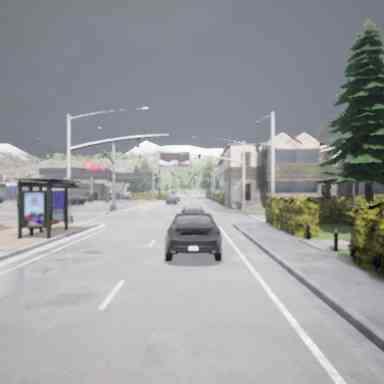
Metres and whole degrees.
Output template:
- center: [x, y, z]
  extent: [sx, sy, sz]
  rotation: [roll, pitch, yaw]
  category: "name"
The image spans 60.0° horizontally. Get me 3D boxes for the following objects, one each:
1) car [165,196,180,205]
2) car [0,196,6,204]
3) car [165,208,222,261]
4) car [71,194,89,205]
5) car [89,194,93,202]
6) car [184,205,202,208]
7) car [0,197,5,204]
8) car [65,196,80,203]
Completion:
- center: [-3.558, 1.476, 58.085]
  extent: [1.882, 1.535, 5.008]
  rotation: [0, 0, 1]
  category: "car"
- center: [-38.360, 1.488, 64.705]
  extent: [2.007, 1.523, 4.514]
  rotation: [0, 0, 0]
  category: "car"
- center: [0.058, 1.499, 12.330]
  extent: [1.837, 1.490, 4.892]
  rotation: [0, -2, 0]
  category: "car"
- center: [-18.931, 1.488, 54.038]
  extent: [2.007, 1.523, 4.514]
  rotation: [0, 0, 0]
  category: "car"
- center: [-22.638, 1.267, 71.907]
  extent: [1.905, 1.878, 3.866]
  rotation: [0, 0, 0]
  category: "car"
- center: [0.061, 1.737, 27.759]
  extent: [1.895, 1.301, 4.718]
  rotation: [0, 1, 0]
  category: "car"
- center: [-28.990, 1.344, 46.637]
  extent: [2.152, 1.636, 5.027]
  rotation: [0, 0, 0]
  category: "car"
- center: [-25.964, 1.551, 72.508]
  extent: [1.970, 1.475, 3.806]
  rotation: [0, 0, 0]
  category: "car"
